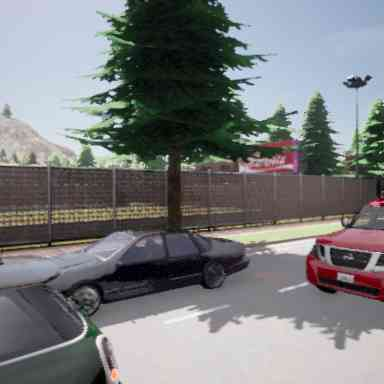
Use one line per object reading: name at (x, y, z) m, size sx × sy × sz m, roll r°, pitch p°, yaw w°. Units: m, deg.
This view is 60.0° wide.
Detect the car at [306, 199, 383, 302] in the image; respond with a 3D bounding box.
car at (5.008, 1.174, 7.620) m, size 5.566 × 2.045 × 2.150 m, roll -1°, pitch 0°, yaw -36°

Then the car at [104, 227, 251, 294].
car at (-1.072, 1.551, 7.538) m, size 5.357 × 1.411 × 2.033 m, roll 0°, pitch 0°, yaw -36°

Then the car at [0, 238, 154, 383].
car at (-2.763, 1.375, 1.999) m, size 4.553 × 1.767 × 2.097 m, roll -1°, pitch 0°, yaw -36°
